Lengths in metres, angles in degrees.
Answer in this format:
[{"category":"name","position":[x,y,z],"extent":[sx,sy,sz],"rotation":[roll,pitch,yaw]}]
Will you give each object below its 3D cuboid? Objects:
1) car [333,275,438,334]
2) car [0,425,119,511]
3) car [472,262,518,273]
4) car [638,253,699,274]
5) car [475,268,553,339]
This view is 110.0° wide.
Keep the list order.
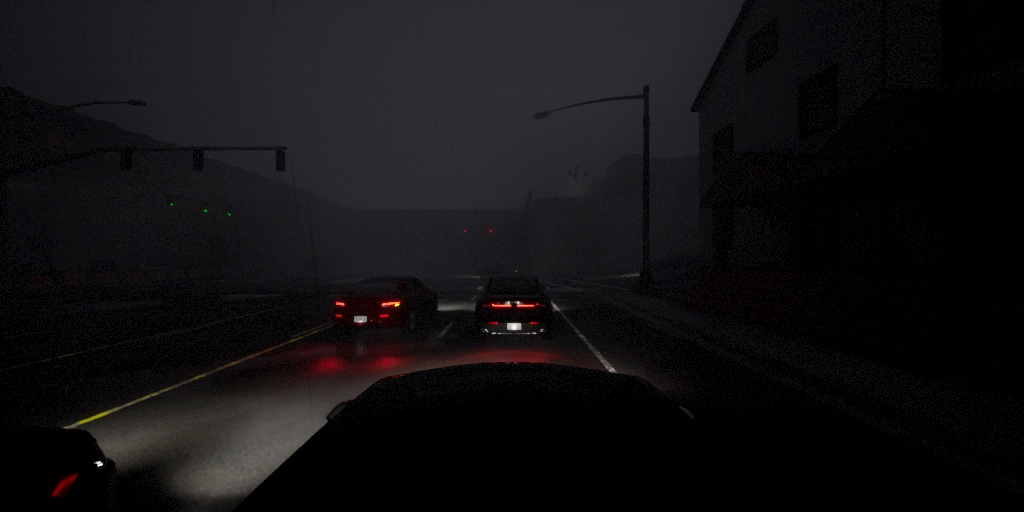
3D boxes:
[{"category":"car","position":[-3.453,1.276,10.483],"extent":[1.812,1.442,4.674],"rotation":[0,0,0]},{"category":"car","position":[-3.401,1.254,0.203],"extent":[1.837,1.490,4.892],"rotation":[0,0,0]},{"category":"car","position":[-1.218,1.316,32.791],"extent":[4.181,1.385,1.994],"rotation":[0,0,36]},{"category":"car","position":[13.571,0.540,30.464],"extent":[5.357,1.411,2.033],"rotation":[-8,0,-1]},{"category":"car","position":[0.043,1.255,10.068],"extent":[1.837,1.490,4.892],"rotation":[0,0,0]}]
